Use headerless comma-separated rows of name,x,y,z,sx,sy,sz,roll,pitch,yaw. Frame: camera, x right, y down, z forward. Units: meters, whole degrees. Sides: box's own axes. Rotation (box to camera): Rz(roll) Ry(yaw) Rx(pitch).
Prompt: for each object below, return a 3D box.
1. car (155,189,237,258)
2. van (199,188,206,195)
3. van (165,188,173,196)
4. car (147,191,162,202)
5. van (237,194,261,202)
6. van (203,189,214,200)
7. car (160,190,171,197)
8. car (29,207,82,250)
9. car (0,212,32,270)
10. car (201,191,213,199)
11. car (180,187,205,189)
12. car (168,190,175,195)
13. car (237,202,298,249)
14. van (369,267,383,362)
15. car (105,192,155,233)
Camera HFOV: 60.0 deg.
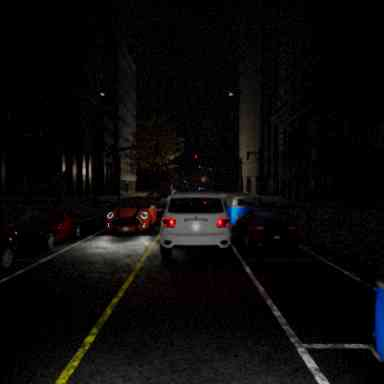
car,0.112,1.005,11.981,2.150,2.045,5.566,0,0,0
van,2.796,-0.160,89.103,1.690,1.788,3.998,0,1,0
van,-5.732,-0.062,82.965,1.690,1.788,3.998,0,1,0
car,-5.749,0.647,51.066,1.752,1.417,4.829,0,1,0
van,2.786,1.013,18.649,1.690,1.788,3.998,0,1,0
van,2.785,0.370,56.628,1.690,1.788,3.998,0,1,0
car,-5.736,0.320,72.392,2.008,1.369,4.403,0,1,0
car,-5.772,1.312,13.149,1.887,1.381,4.507,0,1,0
car,-5.773,1.408,7.624,1.887,1.381,4.507,0,1,0
car,2.786,0.505,62.044,1.947,1.339,4.313,0,1,0
car,0.108,0.811,23.457,2.150,2.045,5.566,0,1,0
car,-5.729,-0.007,93.545,1.947,1.339,4.313,0,1,0
car,2.783,1.312,13.128,1.887,1.381,4.507,0,1,0
van,2.778,1.302,2.076,1.690,1.788,3.998,0,1,0
car,-2.996,1.046,17.287,2.097,1.767,4.553,0,1,0
